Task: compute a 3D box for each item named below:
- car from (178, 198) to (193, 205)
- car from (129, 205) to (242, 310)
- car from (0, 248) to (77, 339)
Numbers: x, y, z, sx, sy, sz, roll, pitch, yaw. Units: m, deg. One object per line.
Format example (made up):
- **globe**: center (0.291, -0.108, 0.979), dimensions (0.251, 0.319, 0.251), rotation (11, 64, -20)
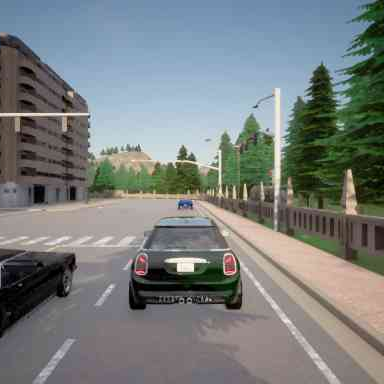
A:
- **car**: center (-0.878, 1.478, 44.276), dimensions (1.882, 1.535, 5.008), rotation (0, 0, -1)
- **car**: center (-0.130, 1.352, 7.990), dimensions (2.097, 1.767, 4.553), rotation (0, 0, 0)
- **car**: center (-3.545, 1.601, 5.618), dimensions (1.895, 1.301, 4.718), rotation (0, 0, -1)
